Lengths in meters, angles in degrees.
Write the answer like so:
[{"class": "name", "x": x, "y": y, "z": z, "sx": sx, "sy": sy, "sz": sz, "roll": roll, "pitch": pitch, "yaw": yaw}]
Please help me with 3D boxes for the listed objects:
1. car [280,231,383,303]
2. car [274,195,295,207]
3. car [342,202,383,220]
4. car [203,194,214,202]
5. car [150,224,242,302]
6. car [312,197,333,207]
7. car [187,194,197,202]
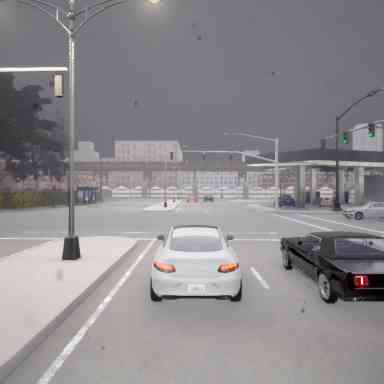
[{"class": "car", "x": 3.591, "y": 1.599, "z": 8.128, "sx": 1.895, "sy": 1.301, "sz": 4.718, "roll": 0, "pitch": 0, "yaw": 0}, {"class": "car", "x": 13.230, "y": 1.262, "z": 47.682, "sx": 2.242, "sy": 1.667, "sz": 4.611, "roll": 0, "pitch": 0, "yaw": 0}, {"class": "car", "x": 14.899, "y": 1.523, "z": 27.498, "sx": 4.674, "sy": 1.442, "sz": 1.812, "roll": 0, "pitch": 0, "yaw": -1}, {"class": "car", "x": 3.528, "y": 1.257, "z": 72.331, "sx": 2.097, "sy": 1.767, "sz": 4.553, "roll": 0, "pitch": 0, "yaw": 0}, {"class": "car", "x": 0.085, "y": 1.517, "z": 8.145, "sx": 1.812, "sy": 1.442, "sz": 4.674, "roll": 0, "pitch": 0, "yaw": 0}, {"class": "car", "x": 18.975, "y": 1.434, "z": 48.443, "sx": 1.970, "sy": 1.475, "sz": 3.806, "roll": 0, "pitch": 0, "yaw": 0}, {"class": "car", "x": 0.028, "y": 1.250, "z": 72.332, "sx": 2.097, "sy": 1.767, "sz": 4.553, "roll": 0, "pitch": 0, "yaw": 0}]
